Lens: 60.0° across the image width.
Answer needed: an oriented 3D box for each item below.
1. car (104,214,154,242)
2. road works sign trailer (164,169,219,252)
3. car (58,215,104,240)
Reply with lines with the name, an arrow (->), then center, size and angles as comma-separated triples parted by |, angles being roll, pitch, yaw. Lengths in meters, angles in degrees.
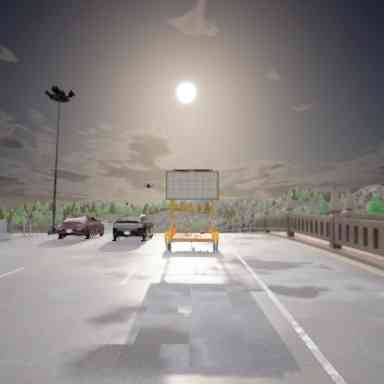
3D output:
car -> -3.381, 2.072, 19.754 | 2.128, 1.511, 4.902 | 0, -4, 0
road works sign trailer -> 0.022, 0.767, 15.149 | 2.380, 3.560, 2.880 | 0, -3, 2
car -> -6.880, 2.192, 20.963 | 1.812, 1.442, 4.674 | 0, -4, 0
